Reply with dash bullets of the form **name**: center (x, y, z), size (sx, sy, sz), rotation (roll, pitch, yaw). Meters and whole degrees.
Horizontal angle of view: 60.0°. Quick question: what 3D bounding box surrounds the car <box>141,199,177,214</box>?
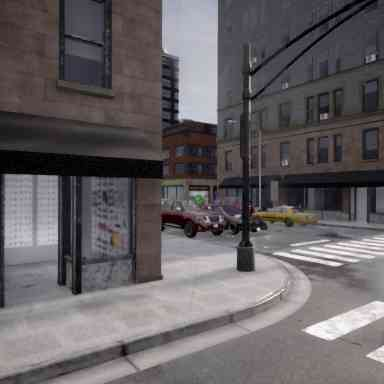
- **car**: center (-3.682, 1.532, 36.427), size (1.887, 1.381, 4.507), rotation (0, 0, -36)

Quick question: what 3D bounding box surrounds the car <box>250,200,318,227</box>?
- **car**: center (6.115, 1.531, 22.697), size (1.752, 1.417, 4.829), rotation (0, 0, -36)

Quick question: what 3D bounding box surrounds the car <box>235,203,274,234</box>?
- **car**: center (1.794, 1.529, 19.245), size (2.033, 1.411, 5.357), rotation (0, 0, -38)

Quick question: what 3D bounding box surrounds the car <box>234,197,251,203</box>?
- **car**: center (2.916, 1.315, 27.182), size (2.192, 1.841, 5.009), rotation (0, 0, -36)

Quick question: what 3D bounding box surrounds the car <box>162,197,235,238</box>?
- **car**: center (-0.323, 1.286, 17.905), size (2.192, 1.841, 5.009), rotation (0, 0, -36)
